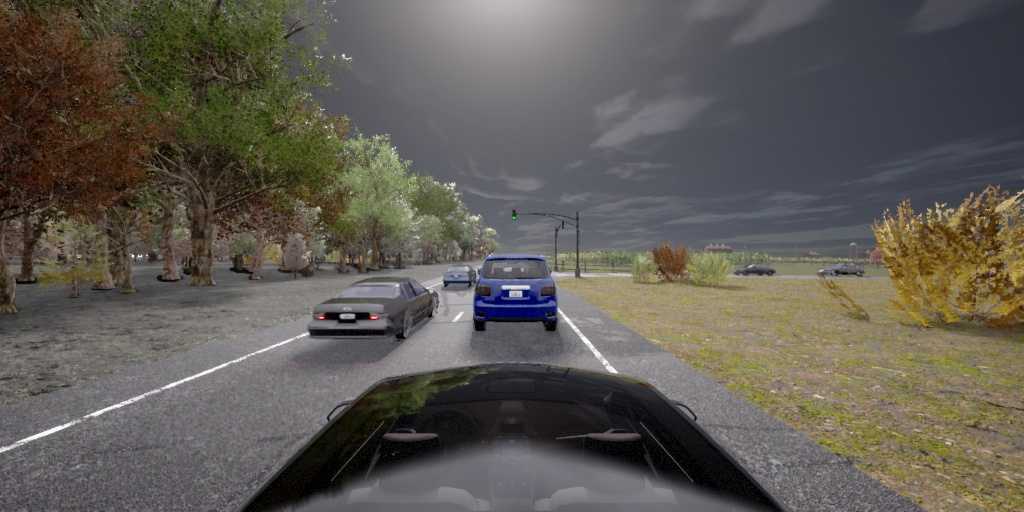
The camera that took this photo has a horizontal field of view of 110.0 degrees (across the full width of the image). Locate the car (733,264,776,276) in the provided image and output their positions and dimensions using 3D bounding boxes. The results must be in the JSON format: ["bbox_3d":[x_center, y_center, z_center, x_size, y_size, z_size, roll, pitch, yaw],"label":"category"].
[{"bbox_3d":[29.318,1.654,43.404,4.674,1.442,1.812,1,-1,0],"label":"car"}]

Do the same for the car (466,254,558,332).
[{"bbox_3d":[0.088,0.974,11.002,2.150,2.045,5.566,0,0,0],"label":"car"}]

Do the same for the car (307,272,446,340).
[{"bbox_3d":[-3.409,1.299,9.926,2.033,1.411,5.357,0,0,0],"label":"car"}]

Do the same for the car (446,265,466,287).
[{"bbox_3d":[-3.435,1.303,24.442,2.033,1.411,5.357,0,0,0],"label":"car"}]

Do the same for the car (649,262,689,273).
[{"bbox_3d":[19.045,1.494,43.439,5.008,1.535,1.882,1,-1,0],"label":"car"}]

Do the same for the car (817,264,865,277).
[{"bbox_3d":[39.721,1.733,43.368,4.902,1.511,2.128,1,-1,0],"label":"car"}]
